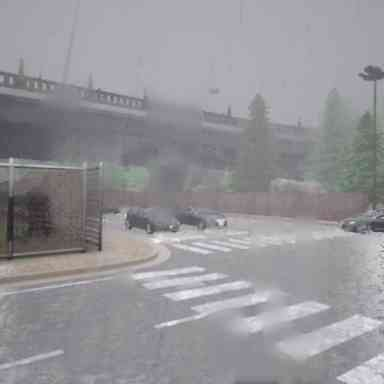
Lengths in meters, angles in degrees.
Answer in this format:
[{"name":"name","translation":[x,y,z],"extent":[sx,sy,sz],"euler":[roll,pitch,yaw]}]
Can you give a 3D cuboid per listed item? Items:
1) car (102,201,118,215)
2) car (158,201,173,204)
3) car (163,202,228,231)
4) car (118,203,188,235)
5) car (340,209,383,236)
[{"name":"car","translation":[-9.723,1.740,36.541],"extent":[2.033,1.411,5.357],"euler":[1,0,-36]},{"name":"car","translation":[-3.212,1.830,39.671],"extent":[1.837,1.490,4.892],"euler":[1,-1,-35]},{"name":"car","translation":[0.371,1.682,22.371],"extent":[2.128,1.511,4.902],"euler":[1,0,-35]},{"name":"car","translation":[-2.512,1.658,20.341],"extent":[1.837,1.490,4.892],"euler":[1,0,-34]},{"name":"car","translation":[11.236,1.721,19.246],"extent":[4.902,1.511,2.128],"euler":[0,1,9]}]
